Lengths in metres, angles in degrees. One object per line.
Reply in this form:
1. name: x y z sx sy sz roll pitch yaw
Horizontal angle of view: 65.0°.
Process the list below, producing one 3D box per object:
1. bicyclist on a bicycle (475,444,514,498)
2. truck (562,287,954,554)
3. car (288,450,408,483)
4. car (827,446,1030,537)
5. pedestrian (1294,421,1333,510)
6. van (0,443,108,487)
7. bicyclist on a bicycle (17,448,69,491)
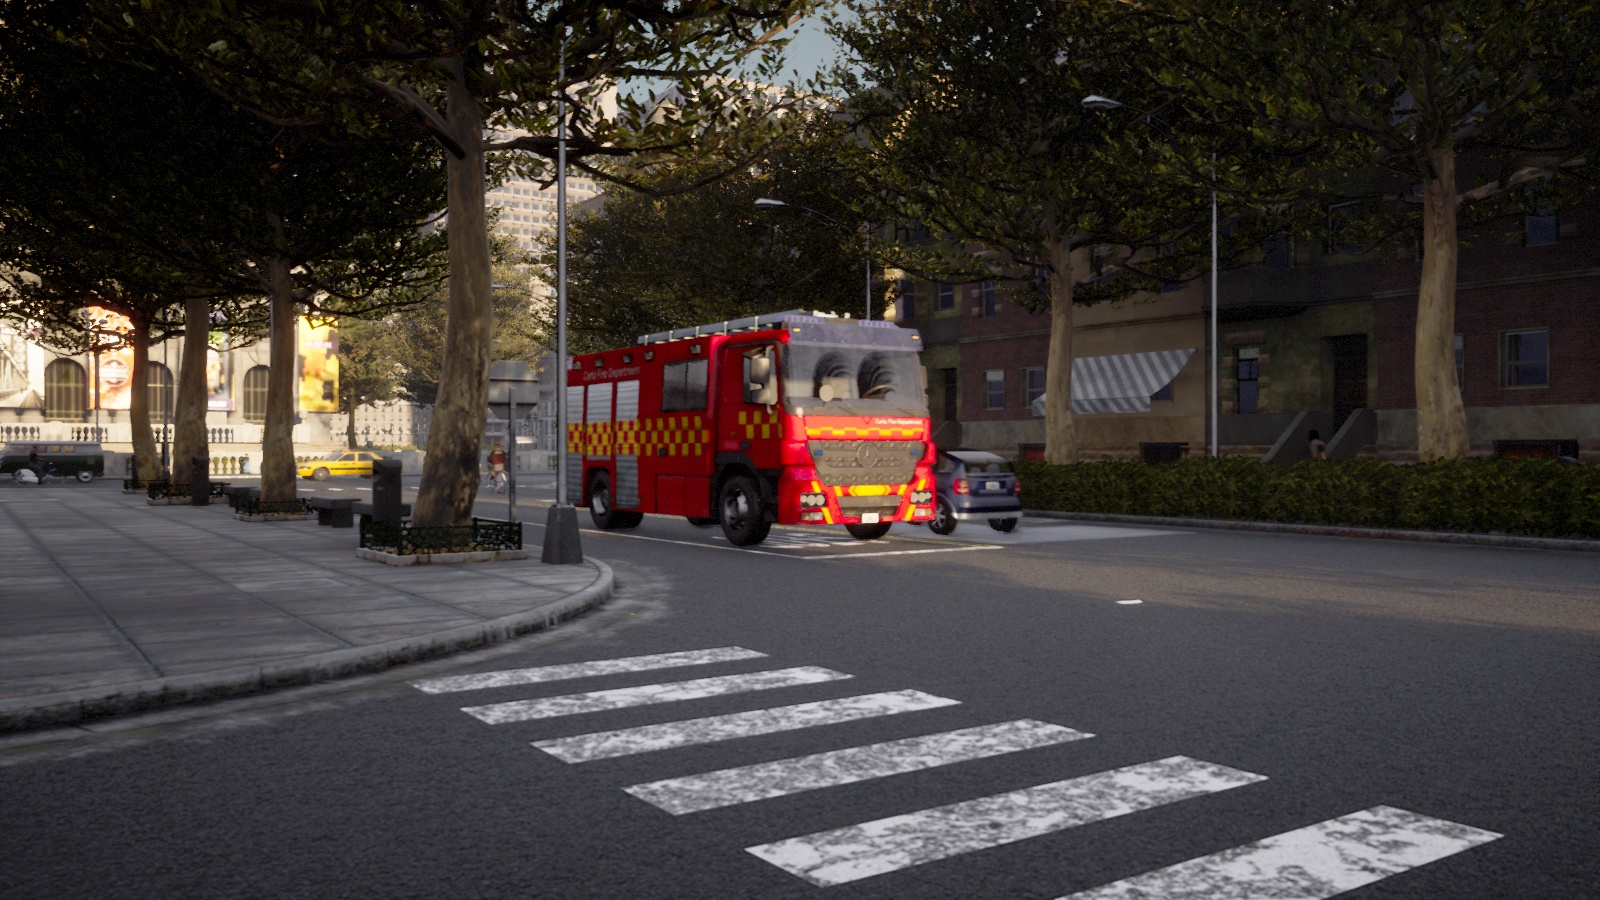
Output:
1. bicyclist on a bicycle: -10.250 0.674 42.061 0.659 1.776 1.843 0 0 -34
2. truck: -1.166 -0.411 22.279 2.891 3.827 8.468 0 0 -34
3. car: -22.648 0.812 63.038 5.366 1.575 1.801 0 0 -40
4. car: 2.315 0.712 23.387 1.789 1.549 3.705 0 0 -34
5. pedestrian: 11.329 0.340 27.722 0.396 1.930 0.692 0 0 -25
6. van: -35.054 0.695 58.871 4.442 1.987 1.775 0 0 -34
7. bicyclist on a bicycle: -31.745 0.794 52.664 1.843 1.776 0.659 -1 0 -34
